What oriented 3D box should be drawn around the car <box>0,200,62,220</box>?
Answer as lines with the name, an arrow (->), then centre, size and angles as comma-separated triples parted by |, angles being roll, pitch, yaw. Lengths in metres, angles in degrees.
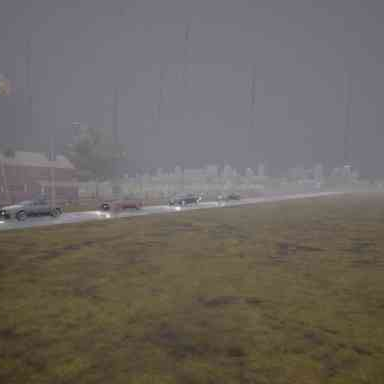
car -> -11.925, 1.267, 24.736 | 1.994, 1.385, 4.181 | 1, 2, 34

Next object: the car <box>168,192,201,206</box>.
car -> -0.846, 0.827, 39.976 | 1.837, 1.490, 4.892 | 1, 2, 36

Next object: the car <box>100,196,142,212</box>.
car -> -6.730, 1.090, 31.872 | 1.994, 1.385, 4.181 | 1, 2, 36

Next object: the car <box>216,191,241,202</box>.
car -> 5.314, 0.596, 48.403 | 2.128, 1.511, 4.902 | 1, 2, 37
